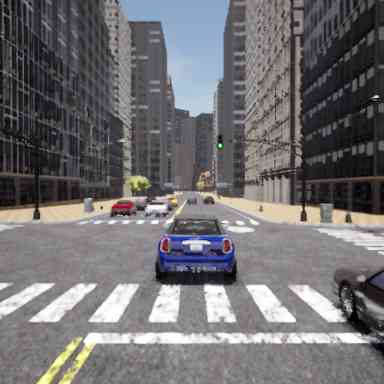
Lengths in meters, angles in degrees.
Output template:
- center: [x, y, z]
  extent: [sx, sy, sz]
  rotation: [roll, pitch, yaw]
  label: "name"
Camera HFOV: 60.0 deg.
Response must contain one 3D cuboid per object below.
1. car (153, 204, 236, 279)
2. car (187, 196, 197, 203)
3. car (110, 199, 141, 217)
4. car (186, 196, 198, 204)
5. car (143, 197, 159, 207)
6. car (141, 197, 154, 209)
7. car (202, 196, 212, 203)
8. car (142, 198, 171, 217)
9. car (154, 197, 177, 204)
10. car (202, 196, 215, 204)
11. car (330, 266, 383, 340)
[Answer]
- center: [0.112, 1.445, 10.602]
  extent: [2.097, 1.767, 4.553]
  rotation: [1, 0, 0]
  label: "car"
- center: [0.004, 1.606, 72.522]
  extent: [2.033, 1.411, 5.357]
  rotation: [0, 0, 0]
  label: "car"
- center: [-6.589, 1.518, 32.521]
  extent: [1.882, 1.535, 5.008]
  rotation: [0, 0, 0]
  label: "car"
- center: [0.003, 1.554, 62.302]
  extent: [2.128, 1.511, 4.902]
  rotation: [0, 0, 0]
  label: "car"
- center: [-6.498, 1.534, 52.818]
  extent: [1.882, 1.535, 5.008]
  rotation: [0, 0, 0]
  label: "car"
- center: [-6.575, 1.596, 42.447]
  extent: [2.033, 1.411, 5.357]
  rotation: [0, 0, 0]
  label: "car"
- center: [3.255, 1.662, 72.965]
  extent: [1.895, 1.301, 4.718]
  rotation: [0, 0, 0]
  label: "car"
- center: [-3.340, 1.565, 32.277]
  extent: [1.812, 1.442, 4.674]
  rotation: [0, 0, 0]
  label: "car"
- center: [-3.325, 1.595, 41.967]
  extent: [2.033, 1.411, 5.357]
  rotation: [0, 0, 0]
  label: "car"
- center: [3.253, 1.567, 62.943]
  extent: [1.837, 1.490, 4.892]
  rotation: [0, 0, 0]
  label: "car"
- center: [3.496, 1.554, 4.094]
  extent: [2.033, 1.411, 5.357]
  rotation: [0, 0, 3]
  label: "car"
